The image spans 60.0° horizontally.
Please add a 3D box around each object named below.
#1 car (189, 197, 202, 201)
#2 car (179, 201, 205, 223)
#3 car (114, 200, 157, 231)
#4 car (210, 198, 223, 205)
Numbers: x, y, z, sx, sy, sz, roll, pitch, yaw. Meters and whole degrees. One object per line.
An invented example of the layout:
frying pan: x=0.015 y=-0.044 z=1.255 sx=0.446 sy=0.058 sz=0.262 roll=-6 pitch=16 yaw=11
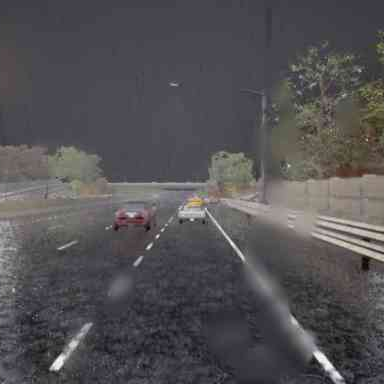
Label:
car: x=0.588 y=1.527 z=49.335 sx=1.882 sy=1.535 sz=5.008 roll=0 pitch=0 yaw=6
car: x=0.004 y=1.620 z=25.360 sx=1.895 sy=1.301 sz=4.718 roll=0 pitch=0 yaw=0
car: x=-3.399 y=1.366 z=20.767 sx=2.097 sy=1.767 sz=4.553 roll=0 pitch=0 yaw=0
car: x=5.070 y=1.949 z=69.406 sx=1.994 sy=1.385 sz=4.181 roll=0 pitch=-1 yaw=19
